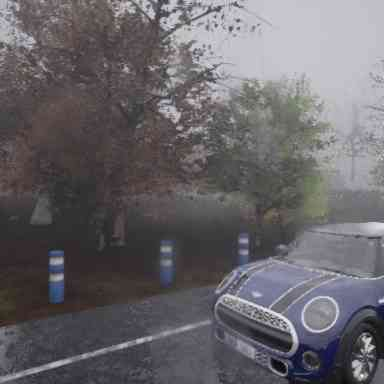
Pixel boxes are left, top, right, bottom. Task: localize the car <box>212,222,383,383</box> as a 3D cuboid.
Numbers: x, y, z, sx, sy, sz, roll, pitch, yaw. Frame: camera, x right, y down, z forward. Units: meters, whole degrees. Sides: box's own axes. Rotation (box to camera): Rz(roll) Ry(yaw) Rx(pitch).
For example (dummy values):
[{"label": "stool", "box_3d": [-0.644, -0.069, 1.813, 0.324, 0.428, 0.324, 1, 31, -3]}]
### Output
[{"label": "car", "box_3d": [2.513, 1.341, 5.377, 4.553, 1.767, 2.097, 0, 0, -34]}]
